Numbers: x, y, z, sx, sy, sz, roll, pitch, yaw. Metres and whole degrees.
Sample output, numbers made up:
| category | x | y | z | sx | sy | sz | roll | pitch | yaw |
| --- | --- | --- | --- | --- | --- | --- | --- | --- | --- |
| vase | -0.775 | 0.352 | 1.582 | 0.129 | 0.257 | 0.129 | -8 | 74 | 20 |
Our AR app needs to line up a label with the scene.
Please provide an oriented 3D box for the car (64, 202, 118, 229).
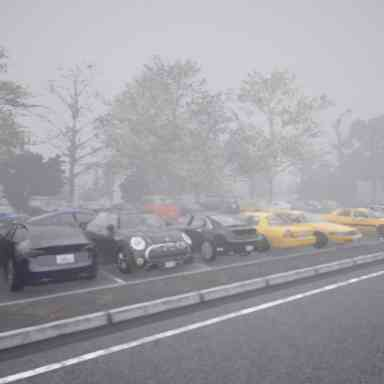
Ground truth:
| category | x | y | z | sx | sy | sz | roll | pitch | yaw |
| --- | --- | --- | --- | --- | --- | --- | --- | --- | --- |
| car | -7.120 | 1.525 | 23.138 | 2.163 | 1.488 | 4.792 | 0 | 0 | -35 |

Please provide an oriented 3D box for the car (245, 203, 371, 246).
| category | x | y | z | sx | sy | sz | roll | pitch | yaw |
| --- | --- | --- | --- | --- | --- | --- | --- | --- | --- |
| car | 4.946 | 1.526 | 15.393 | 1.946 | 1.575 | 5.366 | 1 | 0 | -35 |

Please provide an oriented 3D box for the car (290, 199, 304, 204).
| category | x | y | z | sx | sy | sz | roll | pitch | yaw |
| --- | --- | --- | --- | --- | --- | --- | --- | --- | --- |
| car | 8.716 | 1.692 | 34.315 | 2.002 | 1.452 | 4.674 | 1 | 0 | -35 |

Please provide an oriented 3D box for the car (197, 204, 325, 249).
| category | x | y | z | sx | sy | sz | roll | pitch | yaw |
| --- | --- | --- | --- | --- | --- | --- | --- | --- | --- |
| car | 2.567 | 1.508 | 14.162 | 1.946 | 1.575 | 5.366 | 0 | 0 | -35 |

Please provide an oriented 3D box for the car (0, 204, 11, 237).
| category | x | y | z | sx | sy | sz | roll | pitch | yaw |
| --- | --- | --- | --- | --- | --- | --- | --- | --- | --- |
| car | -11.625 | 1.485 | 19.918 | 2.097 | 1.535 | 5.008 | 0 | 0 | -35 |

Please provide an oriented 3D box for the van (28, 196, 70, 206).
| category | x | y | z | sx | sy | sz | roll | pitch | yaw |
| --- | --- | --- | --- | --- | --- | --- | --- | --- | --- |
| van | -9.285 | 1.263 | 21.436 | 1.878 | 1.987 | 4.442 | 0 | 0 | -36 |

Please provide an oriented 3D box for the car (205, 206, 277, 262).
| category | x | y | z | sx | sy | sz | roll | pitch | yaw |
| --- | --- | --- | --- | --- | --- | --- | --- | --- | --- |
| car | 0.419 | 1.499 | 12.407 | 2.231 | 1.521 | 4.892 | 0 | 0 | -35 |

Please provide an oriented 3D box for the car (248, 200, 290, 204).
| category | x | y | z | sx | sy | sz | roll | pitch | yaw |
| --- | --- | --- | --- | --- | --- | --- | --- | --- | --- |
| car | 6.561 | 1.624 | 32.565 | 1.946 | 1.575 | 5.366 | 1 | 0 | -35 |

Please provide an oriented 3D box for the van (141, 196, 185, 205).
| category | x | y | z | sx | sy | sz | roll | pitch | yaw |
| --- | --- | --- | --- | --- | --- | --- | --- | --- | --- |
| van | -2.754 | 1.302 | 26.338 | 1.878 | 1.987 | 4.442 | 1 | 0 | -35 |

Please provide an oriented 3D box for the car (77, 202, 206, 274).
| category | x | y | z | sx | sy | sz | roll | pitch | yaw |
| --- | --- | --- | --- | --- | --- | --- | --- | --- | --- |
| car | -1.870 | 1.365 | 10.831 | 2.185 | 1.767 | 4.553 | 0 | 0 | -35 |

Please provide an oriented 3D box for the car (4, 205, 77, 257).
| category | x | y | z | sx | sy | sz | roll | pitch | yaw |
| --- | --- | --- | --- | --- | --- | --- | --- | --- | --- |
| car | -4.881 | 1.487 | 14.101 | 5.008 | 1.535 | 1.882 | 0 | 0 | -35 |

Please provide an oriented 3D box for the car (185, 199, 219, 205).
| category | x | y | z | sx | sy | sz | roll | pitch | yaw |
| --- | --- | --- | --- | --- | --- | --- | --- | --- | --- |
| car | -0.310 | 1.581 | 27.891 | 2.163 | 1.488 | 4.792 | 1 | 0 | -35 |

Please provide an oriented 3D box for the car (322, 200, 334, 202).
| category | x | y | z | sx | sy | sz | roll | pitch | yaw |
| --- | --- | --- | --- | --- | --- | --- | --- | --- | --- |
| car | 13.116 | 1.575 | 37.474 | 2.185 | 1.767 | 4.553 | 1 | 0 | -35 |

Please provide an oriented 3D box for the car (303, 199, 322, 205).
| category | x | y | z | sx | sy | sz | roll | pitch | yaw |
| --- | --- | --- | --- | --- | --- | --- | --- | --- | --- |
| car | 10.992 | 1.706 | 35.895 | 2.163 | 1.488 | 4.792 | 1 | 0 | -35 |

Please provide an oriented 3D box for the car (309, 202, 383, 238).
| category | x | y | z | sx | sy | sz | roll | pitch | yaw |
| --- | --- | --- | --- | --- | --- | --- | --- | --- | --- |
| car | 9.575 | 1.575 | 18.672 | 1.946 | 1.575 | 5.366 | 1 | 0 | -35 |

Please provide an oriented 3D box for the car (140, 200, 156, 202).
| category | x | y | z | sx | sy | sz | roll | pitch | yaw |
| --- | --- | --- | --- | --- | --- | --- | --- | --- | --- |
| car | -4.966 | 1.538 | 24.664 | 2.163 | 1.488 | 4.792 | 1 | 0 | -35 |

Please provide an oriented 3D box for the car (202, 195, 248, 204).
| category | x | y | z | sx | sy | sz | roll | pitch | yaw |
| --- | --- | --- | --- | --- | --- | --- | --- | --- | --- |
| car | 1.919 | 1.325 | 29.540 | 2.435 | 2.045 | 5.566 | 1 | 0 | -35 |

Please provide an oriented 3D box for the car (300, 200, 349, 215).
| category | x | y | z | sx | sy | sz | roll | pitch | yaw |
| --- | --- | --- | --- | --- | --- | --- | --- | --- | --- |
| car | 15.398 | 1.726 | 39.046 | 2.097 | 1.535 | 5.008 | 1 | 0 | -35 |
